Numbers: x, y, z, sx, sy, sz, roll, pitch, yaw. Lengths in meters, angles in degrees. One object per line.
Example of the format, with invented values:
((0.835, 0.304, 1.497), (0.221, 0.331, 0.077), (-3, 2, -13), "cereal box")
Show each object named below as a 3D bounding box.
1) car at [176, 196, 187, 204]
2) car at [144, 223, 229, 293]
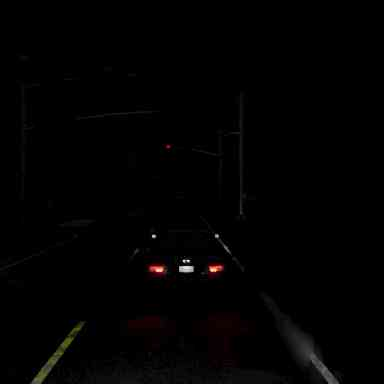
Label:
((-1.980, 1.526, 63.454), (1.812, 1.442, 4.674), (0, 0, -2), "car")
((-0.175, 1.547, 8.984), (2.033, 1.411, 5.357), (0, 0, -1), "car")
